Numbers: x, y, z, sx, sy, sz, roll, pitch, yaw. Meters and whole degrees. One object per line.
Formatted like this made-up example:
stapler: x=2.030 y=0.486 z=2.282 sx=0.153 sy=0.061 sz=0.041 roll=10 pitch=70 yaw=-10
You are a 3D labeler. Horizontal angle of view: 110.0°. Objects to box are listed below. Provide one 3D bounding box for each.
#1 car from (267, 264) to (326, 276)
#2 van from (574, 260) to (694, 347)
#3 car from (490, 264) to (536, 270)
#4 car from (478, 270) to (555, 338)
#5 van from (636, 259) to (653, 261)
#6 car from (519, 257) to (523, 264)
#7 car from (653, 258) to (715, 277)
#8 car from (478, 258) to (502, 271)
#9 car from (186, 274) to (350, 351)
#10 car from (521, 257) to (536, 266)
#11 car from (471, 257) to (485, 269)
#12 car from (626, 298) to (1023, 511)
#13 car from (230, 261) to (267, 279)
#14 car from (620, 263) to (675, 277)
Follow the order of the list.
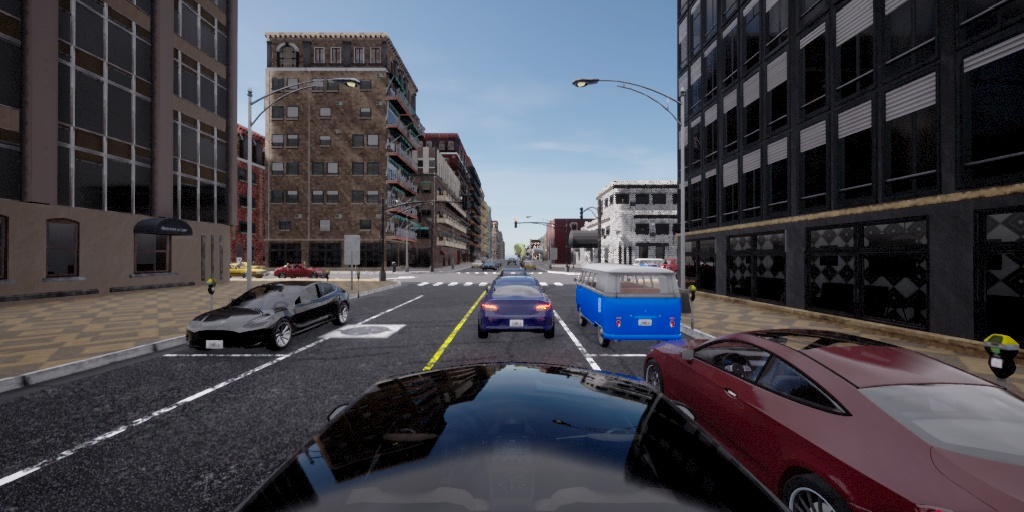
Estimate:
car: x=-17.471 y=1.284 z=29.815 sx=4.207 sy=1.307 sz=1.802 roll=0 pitch=0 yaw=0
van: x=2.656 y=1.092 z=9.010 sx=1.690 sy=1.789 sz=3.998 roll=0 pitch=0 yaw=0
car: x=0.090 y=1.318 z=18.462 sx=1.994 sy=1.385 sz=4.181 roll=0 pitch=0 yaw=0
car: x=0.100 y=1.277 z=10.010 sx=1.812 sy=1.442 sz=4.674 roll=0 pitch=0 yaw=0
van: x=14.893 y=1.175 z=38.276 sx=3.998 sy=1.789 sz=1.690 roll=0 pitch=0 yaw=0
car: x=2.683 y=1.382 z=64.875 sx=1.802 sy=1.307 sz=4.207 roll=0 pitch=0 yaw=0
car: x=14.916 y=1.108 z=29.896 sx=5.009 sy=1.841 sz=2.192 roll=0 pitch=0 yaw=0
car: x=-3.067 y=1.329 z=50.642 sx=2.033 sy=1.411 sz=5.357 roll=0 pitch=0 yaw=3
car: x=-5.691 y=1.317 z=9.035 sx=1.948 sy=1.339 sz=4.313 roll=0 pitch=0 yaw=0
car: x=2.684 y=1.311 z=53.967 sx=1.751 sy=1.417 sz=4.829 roll=0 pitch=0 yaw=0
car: x=-5.698 y=1.318 z=59.164 sx=1.751 sy=1.417 sz=4.829 roll=0 pitch=0 yaw=0
car: x=2.657 y=1.332 z=3.321 sx=1.802 sy=1.307 sz=4.207 roll=0 pitch=0 yaw=0
car: x=-22.963 y=1.216 z=29.801 sx=4.829 sy=1.417 sz=1.751 roll=0 pitch=0 yaw=0
car: x=13.398 y=1.418 z=35.706 sx=4.718 sy=1.301 sz=1.895 roll=0 pitch=0 yaw=1
